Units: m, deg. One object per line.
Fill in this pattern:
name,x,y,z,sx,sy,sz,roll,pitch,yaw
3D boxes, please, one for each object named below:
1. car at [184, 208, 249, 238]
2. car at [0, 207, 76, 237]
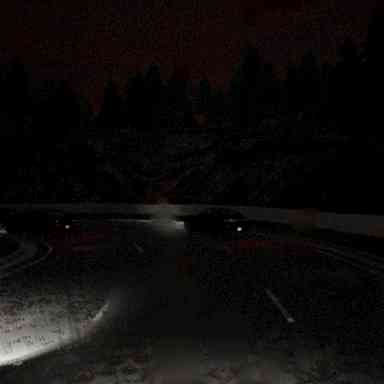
car,1.239,1.659,18.842,2.128,1.511,4.902,1,-1,-28
car,-8.729,1.694,19.229,4.674,1.442,1.812,0,-1,31
